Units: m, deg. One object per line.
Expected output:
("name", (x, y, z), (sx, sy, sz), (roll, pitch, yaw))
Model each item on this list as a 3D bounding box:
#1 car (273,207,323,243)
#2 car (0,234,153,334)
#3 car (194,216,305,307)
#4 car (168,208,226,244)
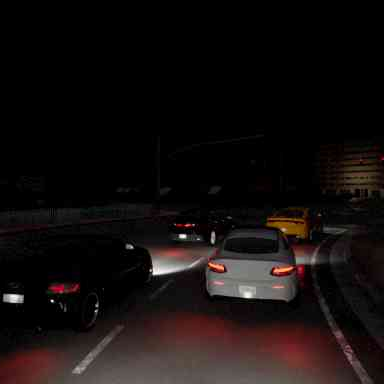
("car", (5.202, 1.478, 16.490), (1.882, 1.535, 5.008), (0, 0, 30))
("car", (-2.271, 1.564, 6.949), (1.994, 1.385, 4.181), (0, 0, 11))
("car", (1.521, 1.526, 7.979), (1.812, 1.442, 4.674), (0, 0, 14))
("car", (0.603, 1.505, 15.386), (1.837, 1.490, 4.892), (0, 0, 23))
